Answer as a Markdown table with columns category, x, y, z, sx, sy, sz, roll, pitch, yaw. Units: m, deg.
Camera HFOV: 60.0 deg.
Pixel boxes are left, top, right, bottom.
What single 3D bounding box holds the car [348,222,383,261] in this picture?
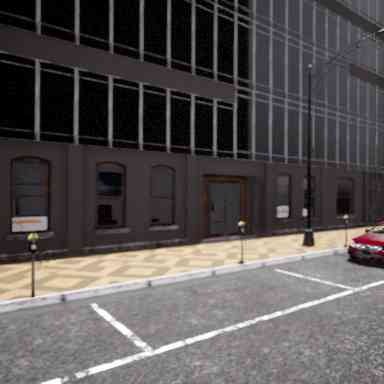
| category | x | y | z | sx | sy | sz | roll | pitch | yaw |
| --- | --- | --- | --- | --- | --- | --- | --- | --- | --- |
| car | 7.210 | 1.695 | 11.696 | 4.206 | 1.307 | 1.802 | 1 | 0 | -35 |
